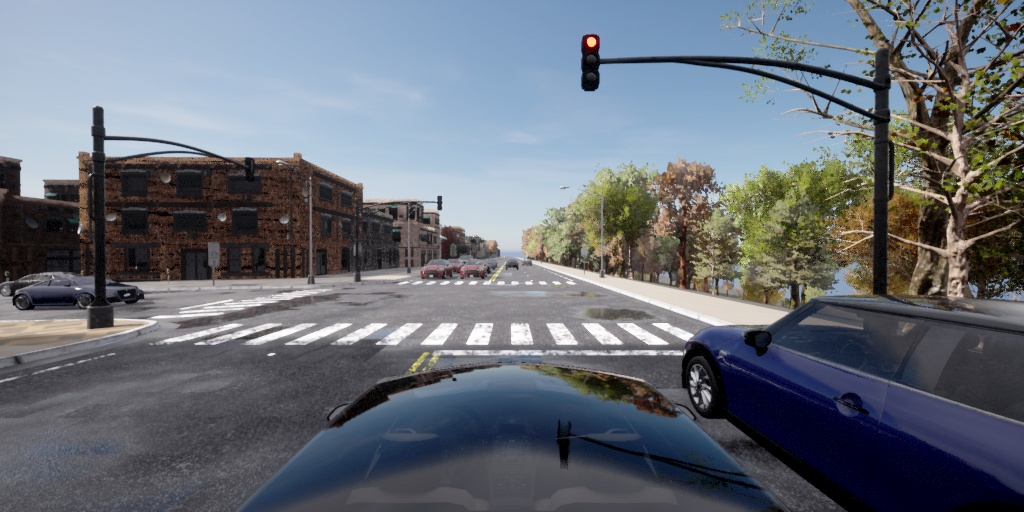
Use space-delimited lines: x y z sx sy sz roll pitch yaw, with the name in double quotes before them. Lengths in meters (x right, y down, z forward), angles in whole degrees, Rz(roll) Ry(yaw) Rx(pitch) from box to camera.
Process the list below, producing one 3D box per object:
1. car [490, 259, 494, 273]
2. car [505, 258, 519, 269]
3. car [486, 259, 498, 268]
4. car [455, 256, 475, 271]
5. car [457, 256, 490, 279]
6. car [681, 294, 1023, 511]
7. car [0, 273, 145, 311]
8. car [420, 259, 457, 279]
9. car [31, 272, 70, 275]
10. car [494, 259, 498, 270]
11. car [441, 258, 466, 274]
"car" -3.408 1.222 41.332 1.882 1.535 5.008 0 0 0
"car" -0.001 1.246 54.639 1.837 1.490 4.892 0 -1 0
"car" -3.436 1.248 61.644 1.837 1.490 4.892 0 0 0
"car" -6.691 0.965 51.613 2.150 2.045 5.566 0 0 0
"car" -3.380 1.097 32.234 2.097 1.767 4.553 0 0 0
"car" 3.350 1.102 3.041 2.097 1.767 4.553 0 0 0
"car" -19.350 1.604 16.127 4.181 1.385 1.994 -1 1 -1
"car" -6.694 1.097 32.249 2.097 1.767 4.553 0 0 2
"car" -28.331 1.670 21.867 4.403 1.370 2.007 0 0 -1
"car" -3.428 1.308 51.330 1.994 1.385 4.181 0 0 1
"car" -6.657 1.097 41.052 2.097 1.767 4.553 0 0 0
